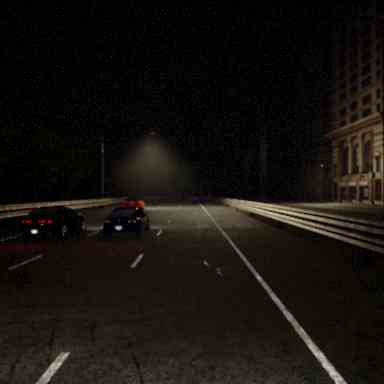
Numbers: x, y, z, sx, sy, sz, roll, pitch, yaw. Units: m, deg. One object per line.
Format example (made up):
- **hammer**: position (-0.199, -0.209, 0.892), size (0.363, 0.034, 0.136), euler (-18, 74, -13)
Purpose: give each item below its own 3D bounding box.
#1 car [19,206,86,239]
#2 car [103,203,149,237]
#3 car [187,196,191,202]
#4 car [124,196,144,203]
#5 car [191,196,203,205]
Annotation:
- **car**: position (-6.923, 1.484, 17.020), size (1.837, 1.490, 4.892), euler (0, 0, 0)
- **car**: position (-3.425, 1.506, 17.803), size (1.812, 1.442, 4.674), euler (0, 0, 0)
- **car**: position (-0.107, 1.695, 80.554), size (1.994, 1.385, 4.181), euler (0, -1, 0)
- **car**: position (-6.955, 1.404, 40.289), size (2.097, 1.767, 4.553), euler (0, 0, 0)
- **car**: position (1.142, 1.675, 62.107), size (1.812, 1.442, 4.674), euler (0, 0, 0)
